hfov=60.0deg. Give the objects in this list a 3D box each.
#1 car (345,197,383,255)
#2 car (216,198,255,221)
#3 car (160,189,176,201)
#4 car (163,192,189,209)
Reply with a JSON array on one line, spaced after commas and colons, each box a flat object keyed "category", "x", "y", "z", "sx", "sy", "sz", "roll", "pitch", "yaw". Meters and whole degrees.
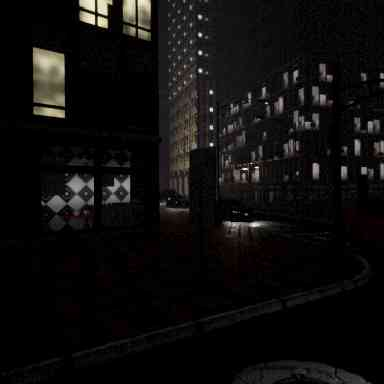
[{"category": "car", "x": 6.830, "y": 1.203, "z": 10.147, "sx": 2.150, "sy": 2.045, "sz": 5.566, "roll": 1, "pitch": 0, "yaw": -1}, {"category": "car", "x": 2.931, "y": 1.266, "z": 24.977, "sx": 1.837, "sy": 1.490, "sz": 4.892, "roll": -1, "pitch": 1, "yaw": -19}, {"category": "car", "x": -4.035, "y": 0.537, "z": 54.629, "sx": 2.150, "sy": 2.045, "sz": 5.566, "roll": -1, "pitch": 1, "yaw": -18}, {"category": "car", "x": -1.642, "y": 1.090, "z": 38.418, "sx": 1.812, "sy": 1.442, "sz": 4.674, "roll": -1, "pitch": 1, "yaw": -19}]
